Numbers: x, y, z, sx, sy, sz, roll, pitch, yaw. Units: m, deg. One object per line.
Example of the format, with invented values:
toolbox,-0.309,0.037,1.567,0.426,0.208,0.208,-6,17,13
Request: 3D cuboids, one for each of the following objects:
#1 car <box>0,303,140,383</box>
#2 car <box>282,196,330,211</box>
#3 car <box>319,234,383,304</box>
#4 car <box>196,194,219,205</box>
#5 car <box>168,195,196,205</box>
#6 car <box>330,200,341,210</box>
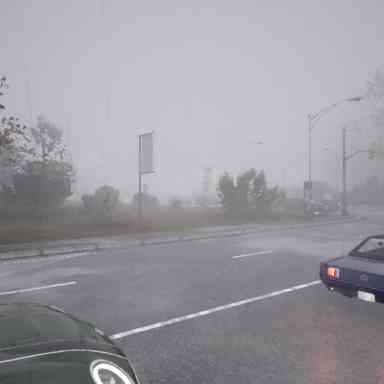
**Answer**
car,-2.531,1.352,1.918,4.553,1.767,2.097,0,0,-36
car,11.740,1.291,35.726,1.837,1.490,4.892,-1,0,-38
car,4.942,1.573,7.254,4.718,1.301,1.895,0,0,-35
car,2.353,1.117,53.120,2.097,1.767,4.553,-1,0,-39
car,-1.989,1.298,52.953,1.837,1.490,4.892,-1,1,-39
car,14.461,1.247,37.959,2.128,1.511,4.902,-1,0,-39
